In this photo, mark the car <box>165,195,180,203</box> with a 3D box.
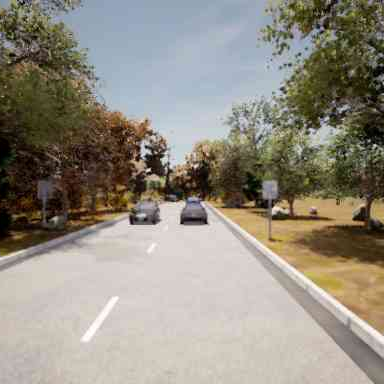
[{"bbox_3d":[-3.955,1.301,65.850,2.128,1.511,4.902,2,0,-25],"label":"car"}]

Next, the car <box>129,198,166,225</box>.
[{"bbox_3d":[-3.313,1.452,24.073,2.128,1.511,4.902,0,0,0],"label":"car"}]

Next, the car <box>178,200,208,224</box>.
[{"bbox_3d":[0.136,1.524,24.541,1.994,1.385,4.181,0,0,0],"label":"car"}]

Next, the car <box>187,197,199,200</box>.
[{"bbox_3d":[0.162,1.391,42.034,1.882,1.535,5.008,0,0,0],"label":"car"}]
